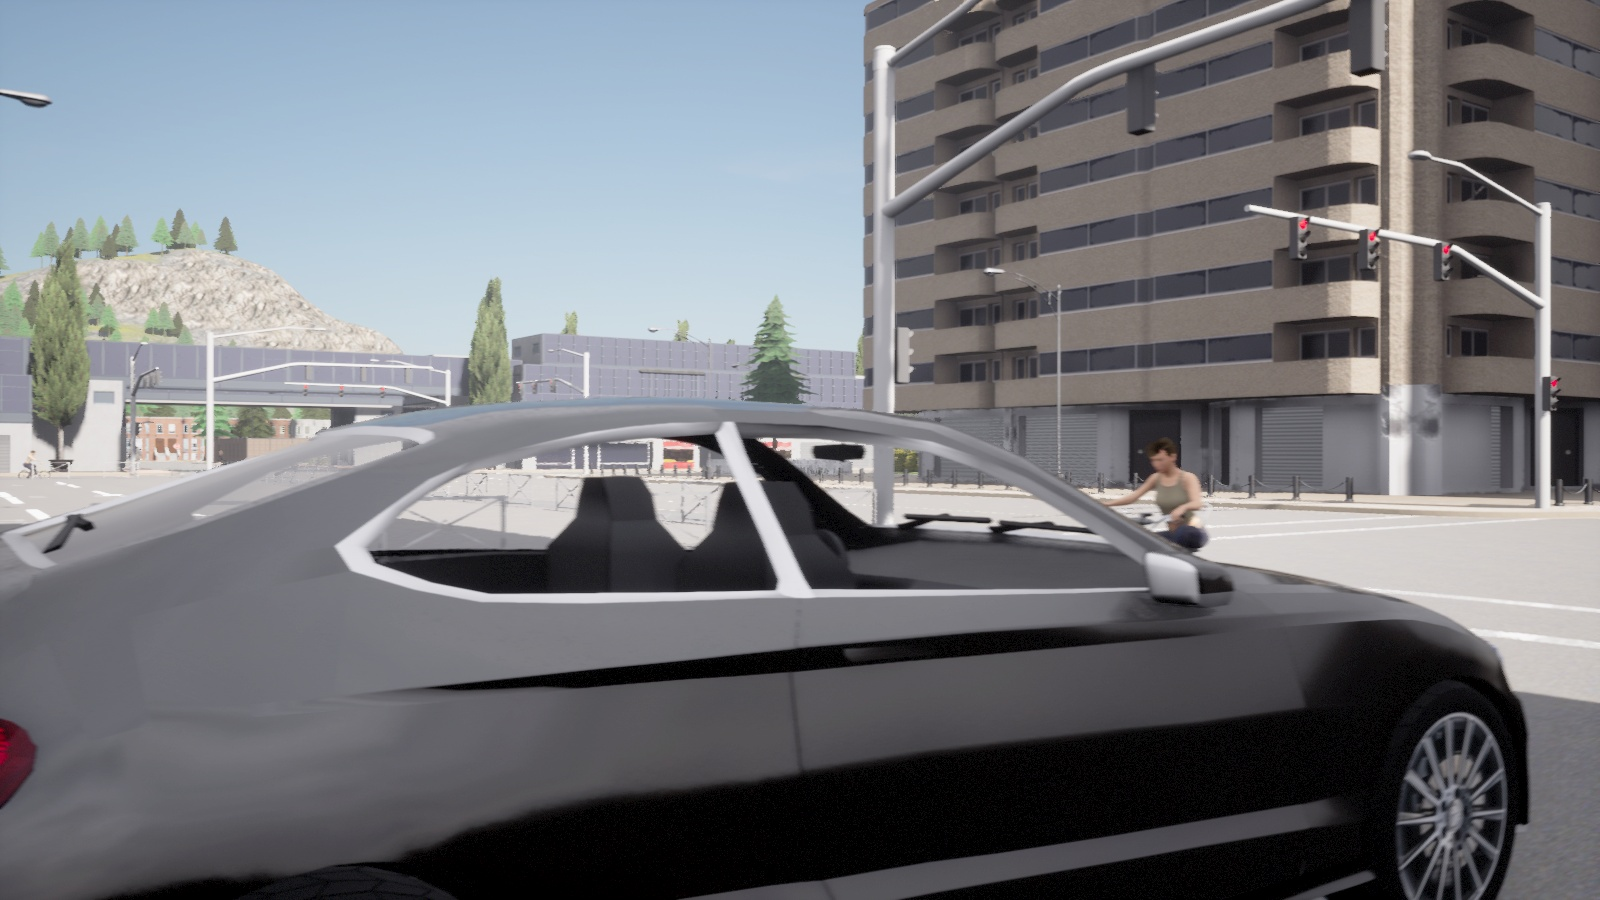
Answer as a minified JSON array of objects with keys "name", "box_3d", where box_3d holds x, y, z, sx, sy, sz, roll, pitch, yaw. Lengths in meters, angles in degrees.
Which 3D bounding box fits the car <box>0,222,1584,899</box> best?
[{"name":"car","box_3d":[-0.088,0.532,3.598,5.027,1.651,2.152,0,0,-35]}]

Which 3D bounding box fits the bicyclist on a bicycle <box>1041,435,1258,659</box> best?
[{"name":"bicyclist on a bicycle","box_3d":[2.740,0.700,9.827,1.509,1.612,0.866,0,0,-35]}]

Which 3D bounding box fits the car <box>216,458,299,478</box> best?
[{"name":"car","box_3d":[-35.970,1.181,83.309,4.718,1.301,1.895,0,0,-35]}]
